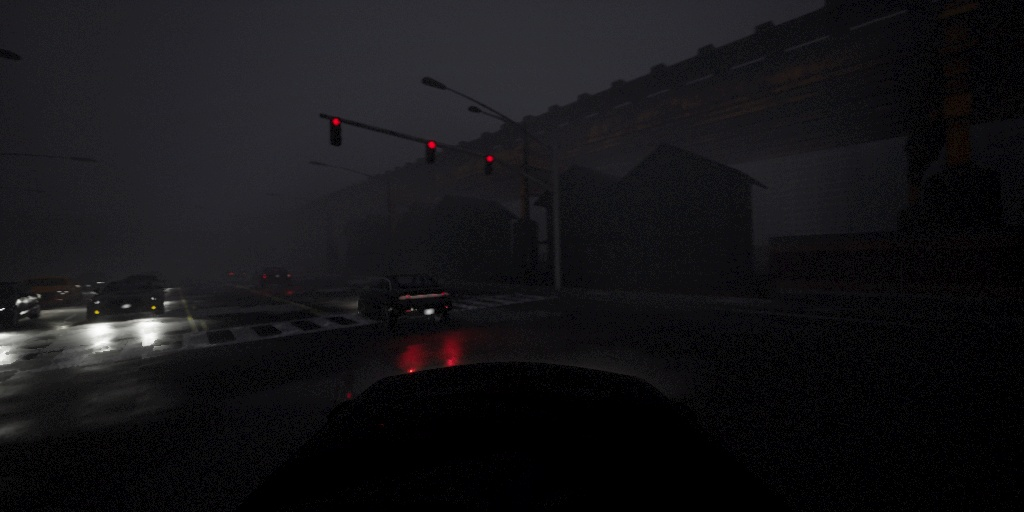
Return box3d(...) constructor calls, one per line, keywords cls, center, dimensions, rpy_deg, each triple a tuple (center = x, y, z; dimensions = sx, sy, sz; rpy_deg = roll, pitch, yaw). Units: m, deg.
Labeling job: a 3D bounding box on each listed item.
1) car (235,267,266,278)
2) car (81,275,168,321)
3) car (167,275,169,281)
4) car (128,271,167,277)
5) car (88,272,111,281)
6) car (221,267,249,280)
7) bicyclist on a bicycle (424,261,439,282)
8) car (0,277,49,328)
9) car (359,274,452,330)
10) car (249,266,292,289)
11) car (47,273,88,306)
box3d(cls="car", center=(-37.017, 2.281, 50.793), dimensions=(4.181, 1.385, 1.994), rpy_deg=(-1, 0, 29))
box3d(cls="car", center=(-15.614, 1.707, 14.673), dimensions=(1.994, 1.385, 4.181), rpy_deg=(-1, 0, -44))
box3d(cls="car", center=(-31.532, 2.076, 31.406), dimensions=(1.812, 1.442, 4.674), rpy_deg=(-1, 0, -43))
box3d(cls="car", center=(-21.658, 1.823, 21.016), dimensions=(1.812, 1.442, 4.674), rpy_deg=(-1, 0, -44))
box3d(cls="car", center=(-34.939, 2.134, 29.919), dimensions=(1.837, 1.490, 4.892), rpy_deg=(-1, 0, -43))
box3d(cls="car", center=(-34.325, 2.189, 44.212), dimensions=(5.357, 1.411, 2.033), rpy_deg=(-1, 0, 43))
box3d(cls="bicyclist on a bicycle", center=(-6.633, 1.260, 29.130), dimensions=(1.656, 1.620, 0.582), rpy_deg=(-2, 0, -44))
box3d(cls="car", center=(-18.455, 1.711, 12.579), dimensions=(1.837, 1.490, 4.892), rpy_deg=(-1, 0, -44))
box3d(cls="car", center=(-3.650, 1.347, 11.805), dimensions=(2.128, 1.511, 4.902), rpy_deg=(-1, 0, -35))
box3d(cls="car", center=(-19.641, 1.618, 29.316), dimensions=(2.097, 1.767, 4.553), rpy_deg=(-1, 0, -44))
box3d(cls="car", center=(-24.778, 1.845, 19.215), dimensions=(1.882, 1.535, 5.008), rpy_deg=(-1, 0, -43))
